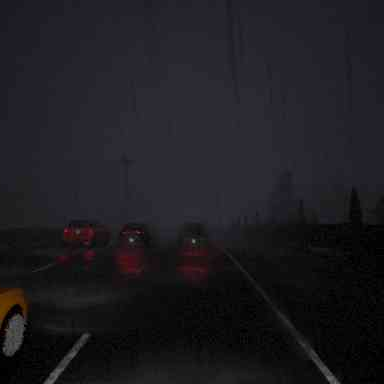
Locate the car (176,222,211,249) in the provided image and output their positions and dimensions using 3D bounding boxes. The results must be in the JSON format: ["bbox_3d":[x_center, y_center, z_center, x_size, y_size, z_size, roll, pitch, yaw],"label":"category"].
[{"bbox_3d":[0.096,2.667,20.698,1.837,1.490,4.892,0,-5,0],"label":"car"}]

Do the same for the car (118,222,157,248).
[{"bbox_3d":[-3.404,2.708,21.148,1.837,1.490,4.892,0,-6,0],"label":"car"}]

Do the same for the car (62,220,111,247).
[{"bbox_3d":[-6.904,2.669,22.235,2.097,1.767,4.553,0,-6,0],"label":"car"}]

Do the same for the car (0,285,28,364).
[{"bbox_3d":[-3.402,1.541,3.036,1.882,1.535,5.008,0,-1,0],"label":"car"}]

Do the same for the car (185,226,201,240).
[{"bbox_3d":[0.093,4.764,38.666,1.812,1.442,4.674,0,-7,0],"label":"car"}]

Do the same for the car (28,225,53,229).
[{"bbox_3d":[-14.007,3.747,30.332,2.128,1.511,4.902,0,-7,0],"label":"car"}]
